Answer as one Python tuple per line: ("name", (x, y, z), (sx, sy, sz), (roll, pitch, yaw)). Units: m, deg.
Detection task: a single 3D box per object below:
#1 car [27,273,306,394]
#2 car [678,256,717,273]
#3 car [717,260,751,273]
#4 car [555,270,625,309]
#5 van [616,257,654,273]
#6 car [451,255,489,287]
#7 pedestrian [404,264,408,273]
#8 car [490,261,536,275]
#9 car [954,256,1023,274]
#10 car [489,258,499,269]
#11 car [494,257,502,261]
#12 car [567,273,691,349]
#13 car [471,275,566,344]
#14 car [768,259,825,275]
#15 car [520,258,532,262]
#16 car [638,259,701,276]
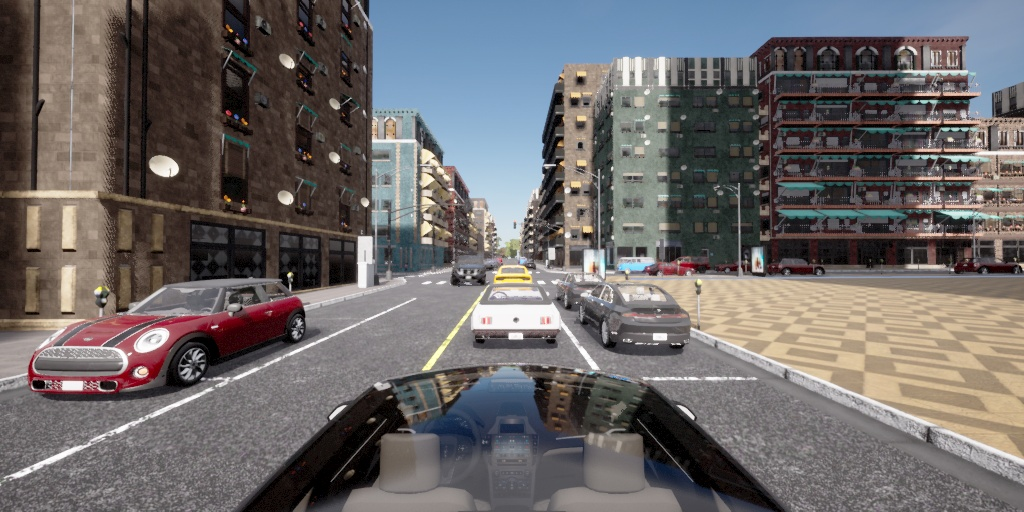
("car", (-5.831, 1.191, 6.741), (1.967, 1.591, 4.097), (0, 0, 0))
("car", (19.210, 0.977, 39.573), (5.009, 1.841, 2.192), (0, 0, 0))
("car", (24.737, 1.165, 39.546), (4.507, 1.381, 1.888), (0, 0, 0))
("car", (2.791, 1.304, 14.567), (2.007, 1.370, 4.403), (0, 0, 0))
("van", (13.682, 1.046, 39.599), (3.998, 1.789, 1.690), (0, 0, 0))
("car", (-2.889, 0.979, 25.039), (2.150, 2.045, 5.566), (1, 0, -4))
("pedestrian", (-12.624, 1.097, 42.689), (0.375, 1.860, 0.375), (0, 0, 0))
("car", (0.052, 1.233, 19.033), (1.882, 1.535, 5.008), (0, 0, 0))
("car", (41.276, 0.812, 31.086), (4.097, 1.591, 1.967), (0, 0, 0))
("car", (-3.230, 1.368, 50.450), (1.895, 1.301, 4.718), (0, 0, 1))
("car", (-3.220, 1.319, 60.143), (2.033, 1.411, 5.357), (0, 0, 0))
("car", (2.804, 1.303, 8.997), (2.007, 1.370, 4.403), (0, 0, 0))
("car", (0.080, 1.353, 9.580), (1.895, 1.301, 4.718), (0, 0, 0))
("car", (24.695, 0.936, 31.166), (4.097, 1.591, 1.967), (0, 0, 0))
("car", (2.572, 1.334, 52.760), (1.948, 1.339, 4.313), (0, 0, 0))
("car", (13.639, 1.163, 31.219), (4.207, 1.307, 1.802), (0, 0, 0))
